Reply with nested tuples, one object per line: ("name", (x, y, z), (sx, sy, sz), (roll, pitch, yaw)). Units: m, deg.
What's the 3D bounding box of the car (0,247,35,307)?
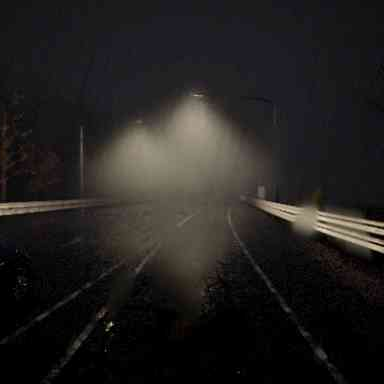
("car", (-4.544, 1.345, 5.244), (2.097, 1.767, 4.553), (0, 0, 6))
